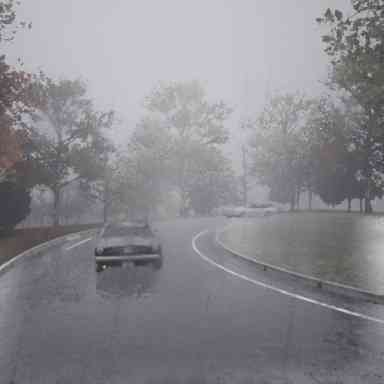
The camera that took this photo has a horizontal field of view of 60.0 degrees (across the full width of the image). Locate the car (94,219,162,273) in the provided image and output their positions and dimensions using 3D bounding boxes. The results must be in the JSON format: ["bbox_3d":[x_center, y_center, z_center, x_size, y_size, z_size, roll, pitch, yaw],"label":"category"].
[{"bbox_3d":[-2.101,1.601,10.897,1.895,1.301,4.718,0,0,-11],"label":"car"}]

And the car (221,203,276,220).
[{"bbox_3d":[4.809,1.600,28.126,4.718,1.301,1.895,0,0,-32],"label":"car"}]
